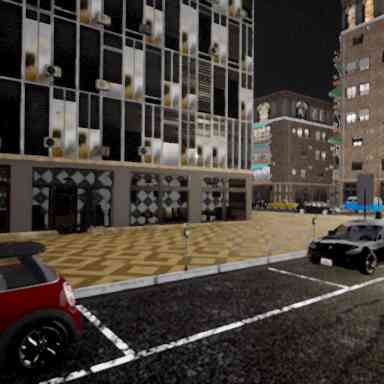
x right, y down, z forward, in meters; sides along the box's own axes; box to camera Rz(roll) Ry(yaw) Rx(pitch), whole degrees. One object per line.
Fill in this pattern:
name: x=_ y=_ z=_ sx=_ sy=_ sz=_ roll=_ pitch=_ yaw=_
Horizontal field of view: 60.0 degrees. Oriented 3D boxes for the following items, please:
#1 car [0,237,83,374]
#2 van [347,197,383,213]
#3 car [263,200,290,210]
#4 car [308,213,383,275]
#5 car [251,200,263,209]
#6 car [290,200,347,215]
car: x=-3.590 y=1.441 z=3.987 sx=4.097 sy=1.590 sz=1.967 roll=0 pitch=1 yaw=-35
van: x=19.246 y=1.490 z=37.494 sx=1.690 sy=1.788 sz=3.998 roll=0 pitch=-1 yaw=-35
car: x=12.825 y=1.752 z=46.754 sx=1.752 sy=1.417 sz=4.829 roll=0 pitch=-1 yaw=-35
car: x=5.492 y=1.557 z=10.454 sx=4.313 sy=1.339 sz=1.947 roll=0 pitch=1 yaw=-35
car: x=9.761 y=1.829 z=51.175 sx=1.947 sy=1.339 sz=4.313 roll=0 pitch=-1 yaw=-35
car: x=12.355 y=1.593 z=32.722 sx=2.008 sy=1.369 sz=4.403 roll=0 pitch=-1 yaw=-35
